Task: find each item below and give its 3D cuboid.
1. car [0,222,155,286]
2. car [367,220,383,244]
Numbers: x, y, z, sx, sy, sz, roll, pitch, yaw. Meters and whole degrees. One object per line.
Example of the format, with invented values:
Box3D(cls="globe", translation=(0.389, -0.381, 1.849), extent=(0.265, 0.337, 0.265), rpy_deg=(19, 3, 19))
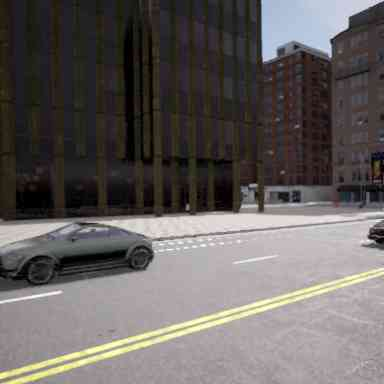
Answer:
Box3D(cls="car", translation=(-3.152, 1.560, 9.423), extent=(4.181, 1.385, 1.994), rpy_deg=(0, 0, -36))
Box3D(cls="car", translation=(9.948, 1.535, 14.776), extent=(5.357, 1.411, 2.033), rpy_deg=(0, 0, -36))
